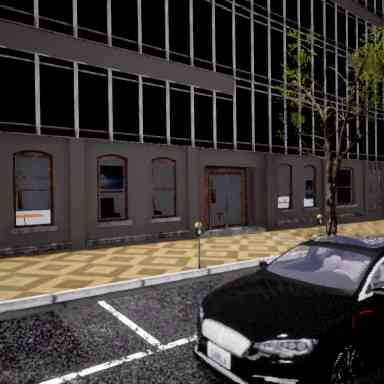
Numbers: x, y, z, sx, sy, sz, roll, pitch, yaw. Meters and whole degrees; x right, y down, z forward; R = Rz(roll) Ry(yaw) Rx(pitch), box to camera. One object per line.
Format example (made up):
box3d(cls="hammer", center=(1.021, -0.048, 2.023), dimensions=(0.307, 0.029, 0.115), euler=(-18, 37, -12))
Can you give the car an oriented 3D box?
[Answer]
box3d(cls="car", center=(2.283, 1.490, 5.003), dimensions=(4.902, 1.511, 2.128), euler=(0, 0, -35))
